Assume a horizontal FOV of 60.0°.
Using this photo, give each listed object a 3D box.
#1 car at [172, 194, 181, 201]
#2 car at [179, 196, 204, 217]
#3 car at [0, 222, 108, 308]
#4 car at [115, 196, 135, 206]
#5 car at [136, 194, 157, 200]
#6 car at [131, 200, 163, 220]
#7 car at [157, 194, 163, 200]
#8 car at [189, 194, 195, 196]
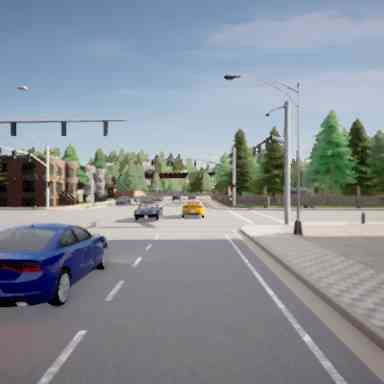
[{"bbox_3d":[-3.486,1.228,73.763,1.837,1.490,4.892,0,0,0],"label":"car"},{"bbox_3d":[0.096,1.428,30.265,1.882,1.535,5.008,0,0,0],"label":"car"},{"bbox_3d":[-3.440,1.464,8.019,1.882,1.535,5.008,0,0,0],"label":"car"},{"bbox_3d":[-10.553,1.421,51.320,1.837,1.490,4.892,0,0,0],"label":"car"},{"bbox_3d":[-7.052,1.417,51.818,1.837,1.490,4.892,0,1,0],"label":"car"},{"bbox_3d":[-3.412,1.557,27.053,1.895,1.301,4.718,0,0,0],"label":"car"},{"bbox_3d":[-6.989,1.261,67.007,2.097,1.767,4.553,0,0,0],"label":"car"},{"bbox_3d":[0.014,1.253,73.762,2.128,1.511,4.902,0,0,0],"label":"car"}]
